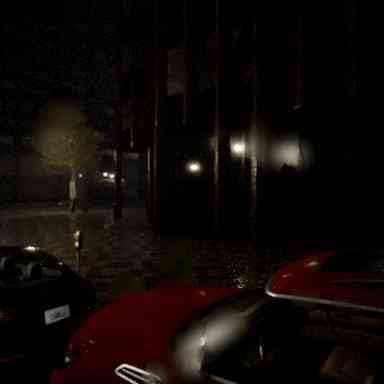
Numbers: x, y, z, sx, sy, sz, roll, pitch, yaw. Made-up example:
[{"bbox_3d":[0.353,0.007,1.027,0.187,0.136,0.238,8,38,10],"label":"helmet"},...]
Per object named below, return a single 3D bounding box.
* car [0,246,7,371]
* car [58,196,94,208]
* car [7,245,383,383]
[{"bbox_3d":[-3.368,1.547,5.332,4.313,1.339,1.947,0,0,35],"label":"car"},{"bbox_3d":[-15.659,1.307,45.001,1.837,1.490,4.892,1,1,35],"label":"car"},{"bbox_3d":[1.239,1.314,2.083,5.009,1.841,2.192,0,0,35],"label":"car"}]
